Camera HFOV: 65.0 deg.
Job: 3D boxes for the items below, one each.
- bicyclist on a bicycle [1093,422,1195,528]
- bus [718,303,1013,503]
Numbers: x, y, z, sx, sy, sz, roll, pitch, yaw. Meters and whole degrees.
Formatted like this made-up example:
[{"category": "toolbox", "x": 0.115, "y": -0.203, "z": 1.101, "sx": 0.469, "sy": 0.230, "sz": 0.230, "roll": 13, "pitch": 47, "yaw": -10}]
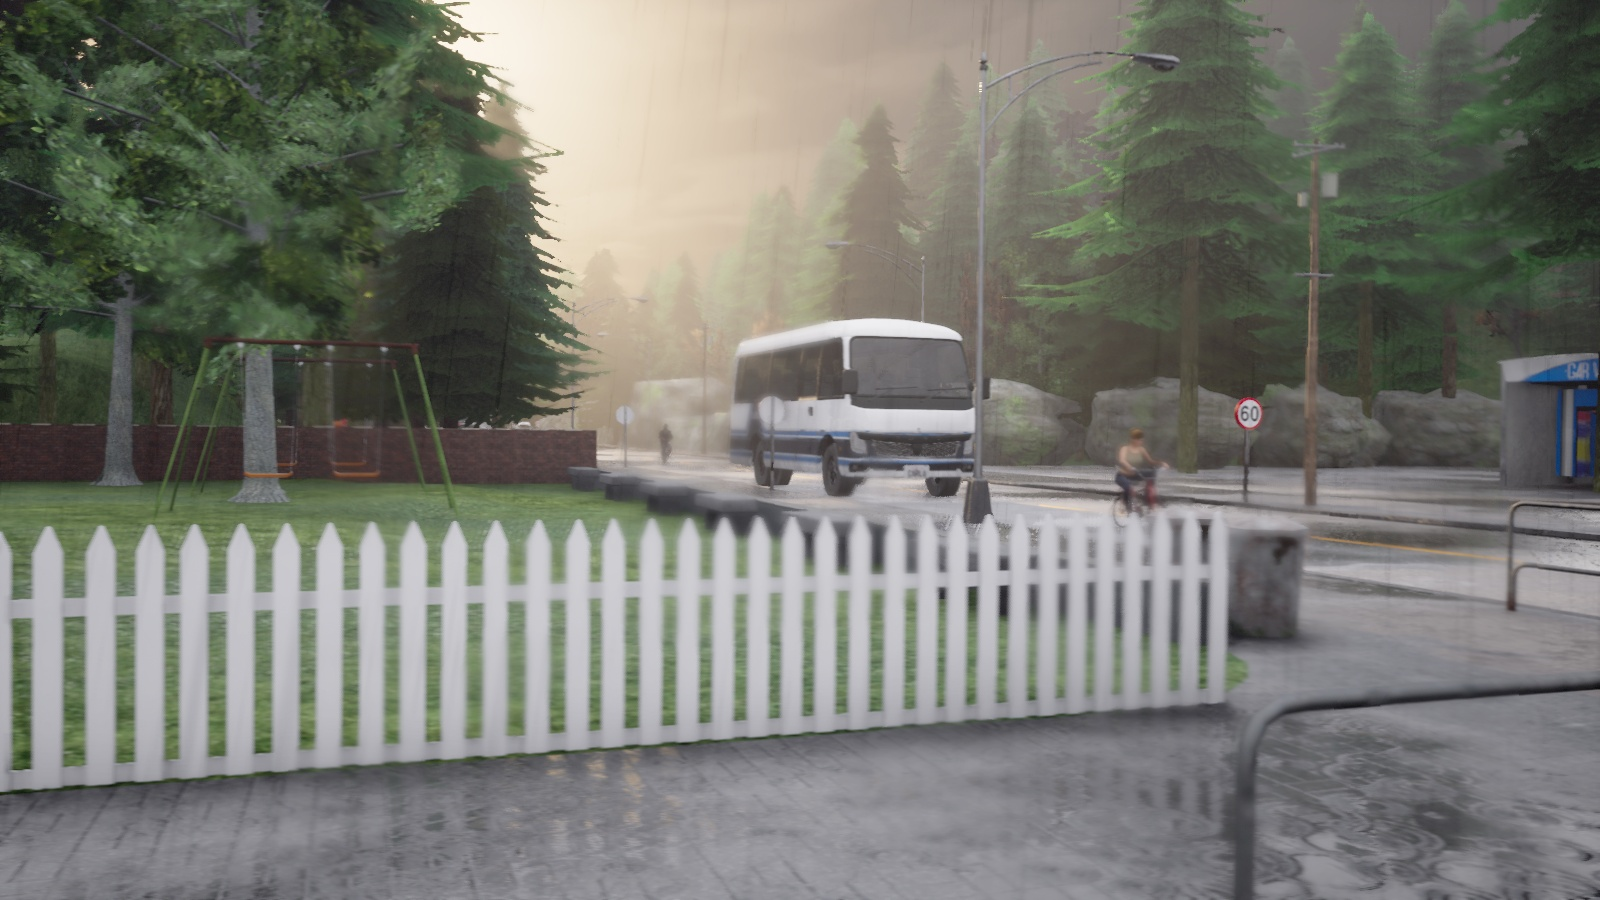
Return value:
[{"category": "bicyclist on a bicycle", "x": 5.463, "y": 0.366, "z": 20.020, "sx": 0.866, "sy": 1.612, "sz": 1.509, "roll": -1, "pitch": 1, "yaw": -19}, {"category": "bus", "x": 1.195, "y": -1.095, "z": 32.261, "sx": 3.944, "sy": 4.253, "sz": 10.273, "roll": -1, "pitch": 1, "yaw": -19}]
